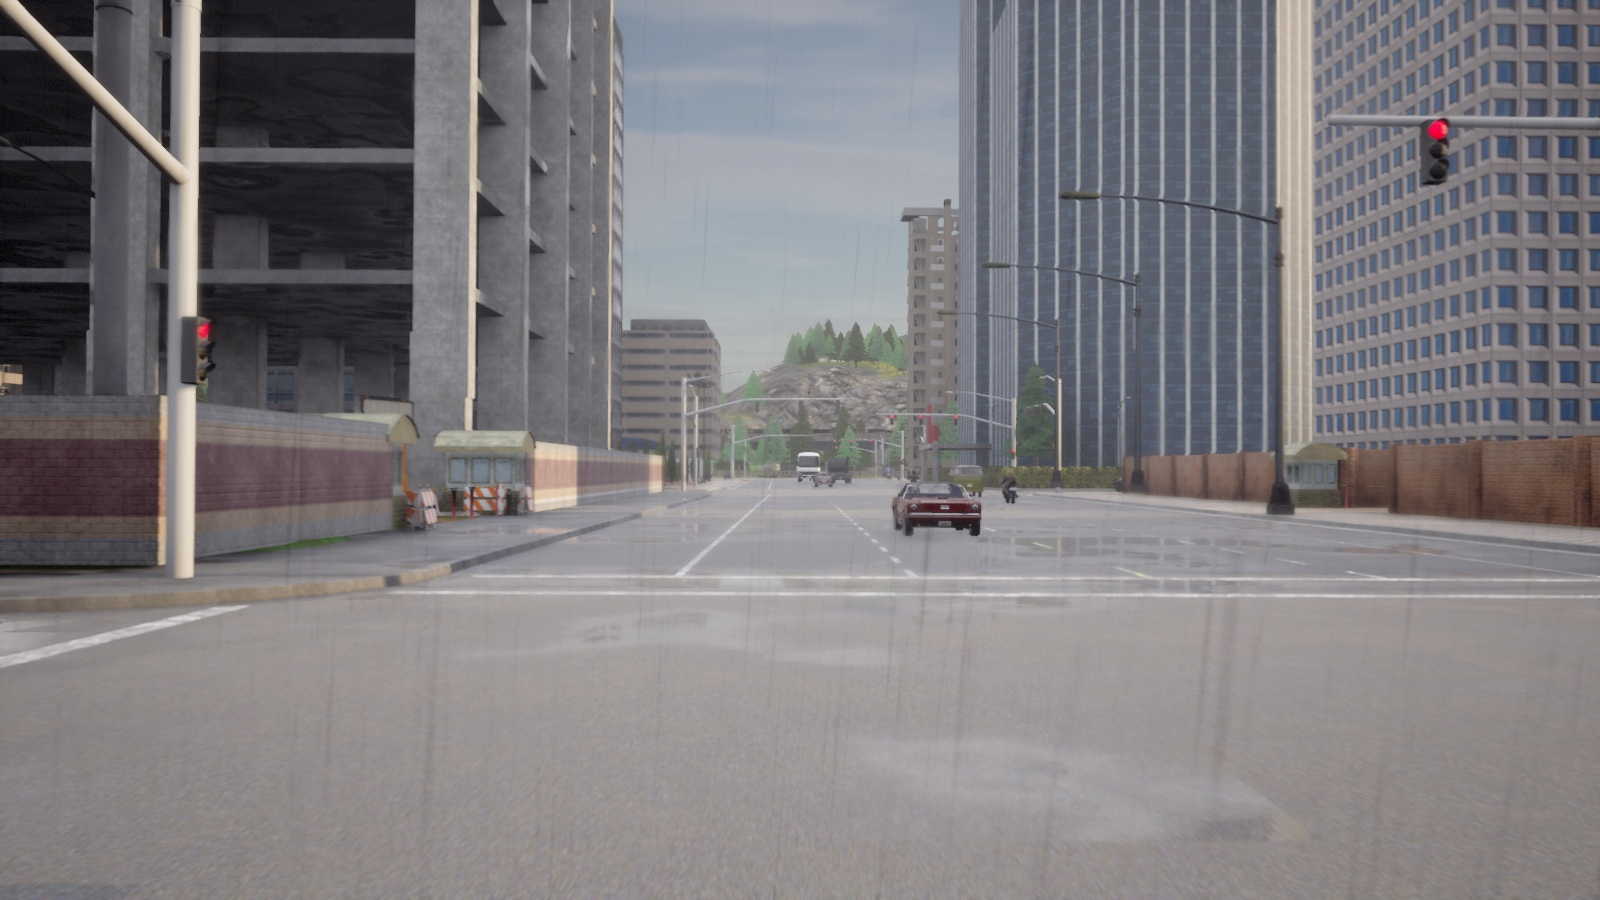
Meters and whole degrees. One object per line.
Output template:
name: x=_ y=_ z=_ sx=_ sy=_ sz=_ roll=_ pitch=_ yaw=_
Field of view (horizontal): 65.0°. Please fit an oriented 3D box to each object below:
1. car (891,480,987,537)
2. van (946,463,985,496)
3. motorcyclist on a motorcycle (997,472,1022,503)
car: x=3.426 y=1.434 z=31.844 sx=1.895 sy=1.301 sz=4.718 roll=0 pitch=-1 yaw=0
van: x=10.304 y=1.838 z=78.385 sx=1.775 sy=1.987 sz=4.442 roll=0 pitch=-1 yaw=0
motorcyclist on a motorcycle: x=10.354 y=1.848 z=62.095 sx=0.866 sy=1.530 sz=2.191 roll=0 pitch=-1 yaw=0
